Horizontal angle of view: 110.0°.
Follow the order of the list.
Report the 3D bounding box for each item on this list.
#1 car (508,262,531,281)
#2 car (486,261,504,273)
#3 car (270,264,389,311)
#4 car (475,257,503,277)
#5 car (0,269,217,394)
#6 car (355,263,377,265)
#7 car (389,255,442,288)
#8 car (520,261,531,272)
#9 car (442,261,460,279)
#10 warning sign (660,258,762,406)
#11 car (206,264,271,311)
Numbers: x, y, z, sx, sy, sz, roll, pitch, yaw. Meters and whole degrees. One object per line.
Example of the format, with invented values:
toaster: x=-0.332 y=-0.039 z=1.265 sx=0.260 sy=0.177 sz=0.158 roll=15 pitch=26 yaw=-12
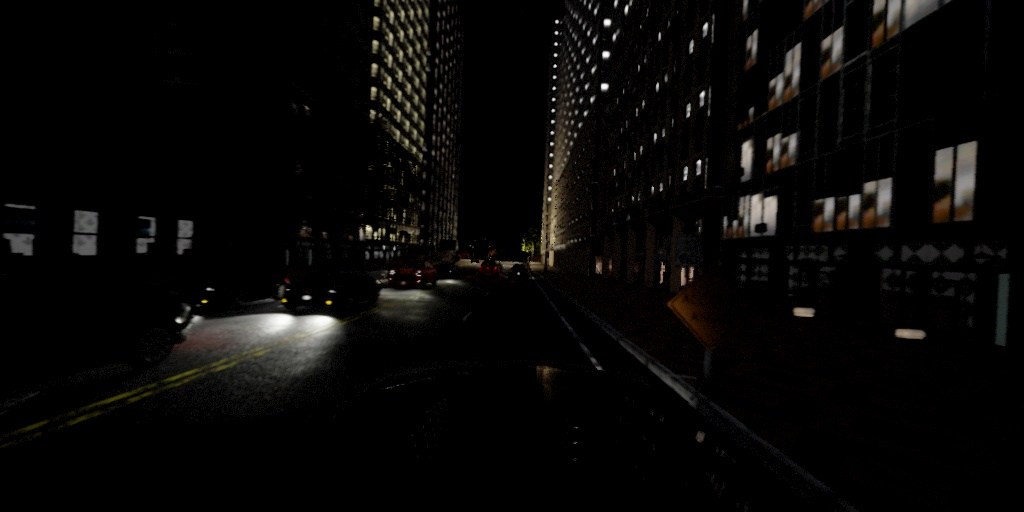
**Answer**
car: x=0.639 y=1.597 z=34.777 sx=1.994 sy=1.385 sz=4.181 roll=2 pitch=0 yaw=1
car: x=-2.265 y=1.518 z=50.016 sx=2.128 sy=1.511 sz=4.902 roll=2 pitch=0 yaw=1
car: x=-6.436 y=1.134 z=13.261 sx=1.994 sy=1.385 sz=4.181 roll=2 pitch=0 yaw=1
car: x=-2.466 y=1.291 z=39.478 sx=2.097 sy=1.767 sz=4.553 roll=2 pitch=0 yaw=1
car: x=-6.617 y=0.998 z=4.386 sx=1.837 sy=1.490 sz=4.892 roll=2 pitch=0 yaw=0
car: x=-9.497 y=1.115 z=22.532 sx=1.895 sy=1.301 sz=4.718 roll=2 pitch=0 yaw=1
car: x=-6.228 y=1.007 z=23.030 sx=2.097 sy=1.767 sz=4.553 roll=2 pitch=0 yaw=1
car: x=2.226 y=1.745 z=60.468 sx=1.801 sy=1.575 sz=5.366 roll=2 pitch=0 yaw=1
car: x=-6.006 y=1.219 z=32.989 sx=1.882 sy=1.535 sz=5.008 roll=2 pitch=0 yaw=2
warning sign: x=2.832 y=1.010 z=5.242 sx=1.300 sy=1.860 sz=1.060 roll=0 pitch=0 yaw=1
car: x=-9.714 y=0.990 z=12.430 sx=1.994 sy=1.385 sz=4.181 roll=2 pitch=0 yaw=-1
